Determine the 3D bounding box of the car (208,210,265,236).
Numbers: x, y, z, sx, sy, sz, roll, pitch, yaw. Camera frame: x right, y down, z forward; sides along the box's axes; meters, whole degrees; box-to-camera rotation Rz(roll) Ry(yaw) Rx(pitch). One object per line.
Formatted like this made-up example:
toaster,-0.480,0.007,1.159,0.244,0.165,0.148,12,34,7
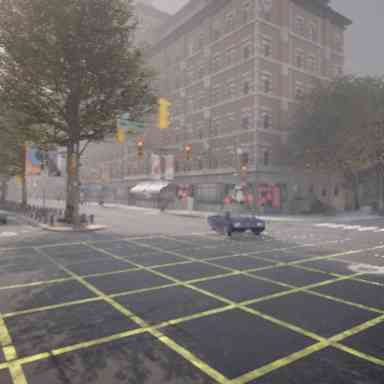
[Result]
car,2.336,1.685,18.933,1.895,1.301,4.718,0,0,-13

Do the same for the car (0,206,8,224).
car,-14.797,1.613,24.420,1.895,1.301,4.718,0,0,-35
